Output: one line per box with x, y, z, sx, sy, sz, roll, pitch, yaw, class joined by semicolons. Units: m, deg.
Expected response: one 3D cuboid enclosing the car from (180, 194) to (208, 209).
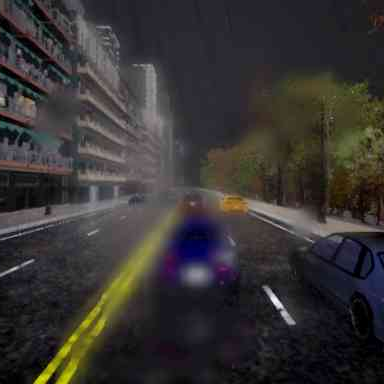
0.150;0.942;25.668;2.097;1.767;4.553;0;1;0;car

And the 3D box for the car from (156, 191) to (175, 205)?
-3.232;0.690;41.613;2.097;1.767;4.553;0;1;0;car

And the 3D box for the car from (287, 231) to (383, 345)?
3.333;1.448;6.128;2.033;1.411;5.357;0;1;1;car

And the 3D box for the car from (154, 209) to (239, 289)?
0.102;1.385;8.665;1.812;1.442;4.674;0;1;0;car

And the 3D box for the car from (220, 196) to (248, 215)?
3.408;1.040;27.443;1.882;1.535;5.008;0;1;0;car

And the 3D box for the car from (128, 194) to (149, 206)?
-6.490;0.959;40.423;1.895;1.301;4.718;0;1;0;car
